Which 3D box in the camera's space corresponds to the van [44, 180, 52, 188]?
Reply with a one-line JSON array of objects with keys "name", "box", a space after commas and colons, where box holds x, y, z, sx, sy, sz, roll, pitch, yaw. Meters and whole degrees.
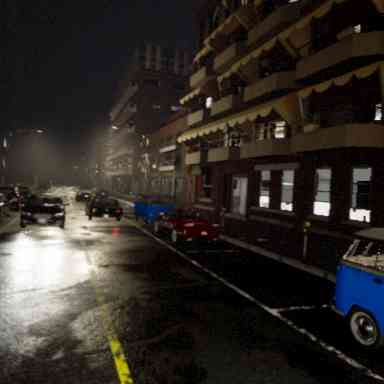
[{"name": "van", "box": [-36.056, -1.984, 83.454, 1.690, 1.788, 3.998, 3, 1, -21]}]

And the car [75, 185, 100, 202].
[{"name": "car", "box": [-11.635, 0.344, 36.341, 1.994, 1.385, 4.181, 3, 1, -21]}]

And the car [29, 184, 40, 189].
[{"name": "car", "box": [-16.125, 0.127, 31.990, 1.947, 1.339, 4.313, 3, 1, -21]}]

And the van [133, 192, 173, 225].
[{"name": "van", "box": [-2.330, 0.922, 19.584, 1.690, 1.788, 3.998, 3, 1, -21]}]

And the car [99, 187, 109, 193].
[{"name": "car", "box": [-12.314, 0.184, 45.322, 1.947, 1.339, 4.313, 3, 1, -21]}]

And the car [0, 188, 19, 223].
[{"name": "car", "box": [-10.142, 0.692, 16.550, 2.008, 1.369, 4.403, 3, 1, -21]}]

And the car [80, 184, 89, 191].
[{"name": "car", "box": [-26.275, -1.155, 81.347, 1.887, 1.381, 4.507, 3, 1, -21]}]

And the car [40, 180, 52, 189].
[{"name": "car", "box": [-32.066, -1.638, 73.160, 2.192, 1.841, 5.009, 3, 1, -21]}]

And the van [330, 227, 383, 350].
[{"name": "van", "box": [3.652, 1.505, 4.145, 1.690, 1.788, 3.998, 3, 1, -21]}]

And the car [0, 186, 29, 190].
[{"name": "car", "box": [-12.129, 0.388, 21.695, 1.967, 1.590, 4.097, 3, 1, -21]}]

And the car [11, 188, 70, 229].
[{"name": "car", "box": [-7.053, 0.829, 16.033, 2.128, 1.511, 4.902, 3, 1, -21]}]

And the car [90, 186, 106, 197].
[{"name": "car", "box": [-14.368, -0.053, 50.625, 1.752, 1.417, 4.829, 3, 1, -21]}]

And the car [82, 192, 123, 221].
[{"name": "car", "box": [-5.520, 0.973, 20.513, 1.895, 1.301, 4.718, 3, 1, -21]}]

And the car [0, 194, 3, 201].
[{"name": "car", "box": [-8.147, 0.886, 11.403, 2.008, 1.369, 4.403, 3, 1, -21]}]

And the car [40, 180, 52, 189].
[{"name": "car", "box": [-28.091, -1.012, 62.871, 1.947, 1.339, 4.313, 3, 1, -21]}]

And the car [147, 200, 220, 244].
[{"name": "car", "box": [-0.348, 1.319, 14.440, 1.887, 1.381, 4.507, 3, 1, -21]}]

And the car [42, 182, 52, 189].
[{"name": "car", "box": [-34.075, -1.574, 78.311, 1.947, 1.339, 4.313, 3, 1, -21]}]
